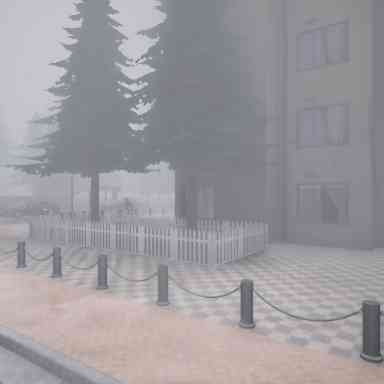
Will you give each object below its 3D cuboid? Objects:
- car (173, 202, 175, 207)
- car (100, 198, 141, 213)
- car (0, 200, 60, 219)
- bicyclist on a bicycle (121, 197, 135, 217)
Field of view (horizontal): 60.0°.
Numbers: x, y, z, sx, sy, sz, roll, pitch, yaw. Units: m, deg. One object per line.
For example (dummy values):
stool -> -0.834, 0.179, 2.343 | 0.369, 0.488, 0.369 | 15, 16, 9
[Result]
car -> -0.722, 1.511, 46.326 | 1.812, 1.442, 4.674 | 0, 1, 37
car -> -7.869, 1.462, 36.971 | 1.882, 1.535, 5.008 | 0, 0, 37
car -> -13.994, 1.476, 28.913 | 2.128, 1.511, 4.902 | 0, 0, 37
bicyclist on a bicycle -> -5.388, 1.285, 27.873 | 1.656, 1.620, 0.582 | 0, 0, 37
